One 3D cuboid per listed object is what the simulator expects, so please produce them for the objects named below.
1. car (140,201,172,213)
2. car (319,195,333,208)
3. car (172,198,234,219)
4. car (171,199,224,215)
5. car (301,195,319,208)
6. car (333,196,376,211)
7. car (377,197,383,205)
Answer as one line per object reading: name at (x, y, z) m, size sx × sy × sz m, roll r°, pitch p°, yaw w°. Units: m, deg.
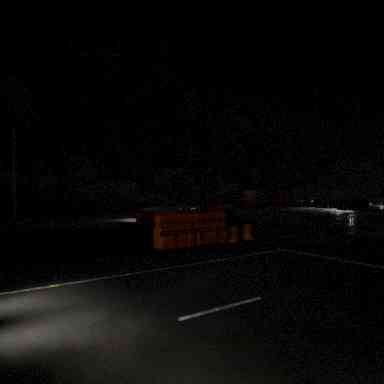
car at (-2.130, 1.485, 28.276) m, size 4.674 × 1.442 × 1.812 m, roll 0°, pitch 0°, yaw -36°
car at (19.462, 1.390, 43.694) m, size 5.357 × 1.411 × 2.033 m, roll 0°, pitch 0°, yaw -35°
car at (1.139, 1.305, 26.310) m, size 4.553 × 1.767 × 2.097 m, roll 0°, pitch 0°, yaw -36°
car at (0.633, 1.481, 34.551) m, size 5.357 × 1.411 × 2.033 m, roll 0°, pitch 0°, yaw -36°
car at (17.216, 1.195, 46.391) m, size 4.553 × 1.767 × 2.097 m, roll 0°, pitch 0°, yaw -35°
car at (19.192, 1.360, 39.204) m, size 4.892 × 1.490 × 1.837 m, roll 0°, pitch 0°, yaw -36°
car at (31.886, 1.253, 52.538) m, size 5.008 × 1.535 × 1.882 m, roll -1°, pitch 0°, yaw -35°
